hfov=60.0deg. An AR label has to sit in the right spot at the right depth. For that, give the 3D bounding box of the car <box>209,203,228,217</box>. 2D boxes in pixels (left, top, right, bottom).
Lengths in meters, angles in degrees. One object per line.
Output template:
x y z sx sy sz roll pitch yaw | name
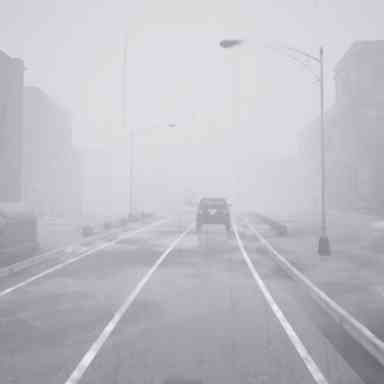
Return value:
3.266 2.184 40.493 2.128 1.511 4.902 0 -3 5 | car

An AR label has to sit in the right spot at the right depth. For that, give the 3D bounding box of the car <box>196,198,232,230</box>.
1.502 1.400 22.668 2.150 2.045 5.566 0 -1 6 | car
